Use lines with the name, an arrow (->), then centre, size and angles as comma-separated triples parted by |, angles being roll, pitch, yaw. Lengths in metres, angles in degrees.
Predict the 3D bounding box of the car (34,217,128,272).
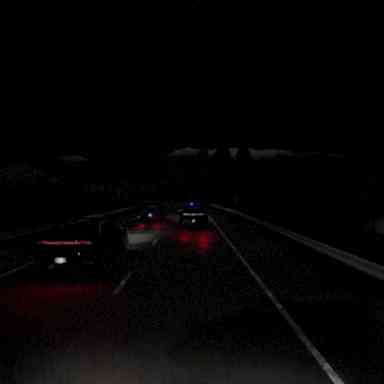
car -> -3.402, 1.568, 11.025 | 2.128, 1.511, 4.902 | 0, 0, 0

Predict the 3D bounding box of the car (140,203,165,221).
car -> -3.411, 1.729, 29.354 | 1.812, 1.442, 4.674 | 0, 0, 0

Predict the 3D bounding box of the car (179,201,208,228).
car -> 0.099, 1.650, 23.342 | 2.128, 1.511, 4.902 | 0, -1, 0

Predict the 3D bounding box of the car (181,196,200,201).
car -> -0.150, 1.504, 40.976 | 2.150, 2.045, 5.566 | 0, 0, -2
